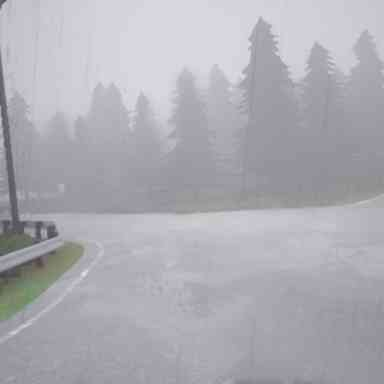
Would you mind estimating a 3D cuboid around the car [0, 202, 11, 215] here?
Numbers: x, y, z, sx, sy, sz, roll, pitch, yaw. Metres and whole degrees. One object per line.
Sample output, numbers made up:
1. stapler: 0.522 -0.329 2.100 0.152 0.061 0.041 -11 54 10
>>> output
1. car: -18.490 1.632 31.423 4.718 1.301 1.895 -3 3 40
